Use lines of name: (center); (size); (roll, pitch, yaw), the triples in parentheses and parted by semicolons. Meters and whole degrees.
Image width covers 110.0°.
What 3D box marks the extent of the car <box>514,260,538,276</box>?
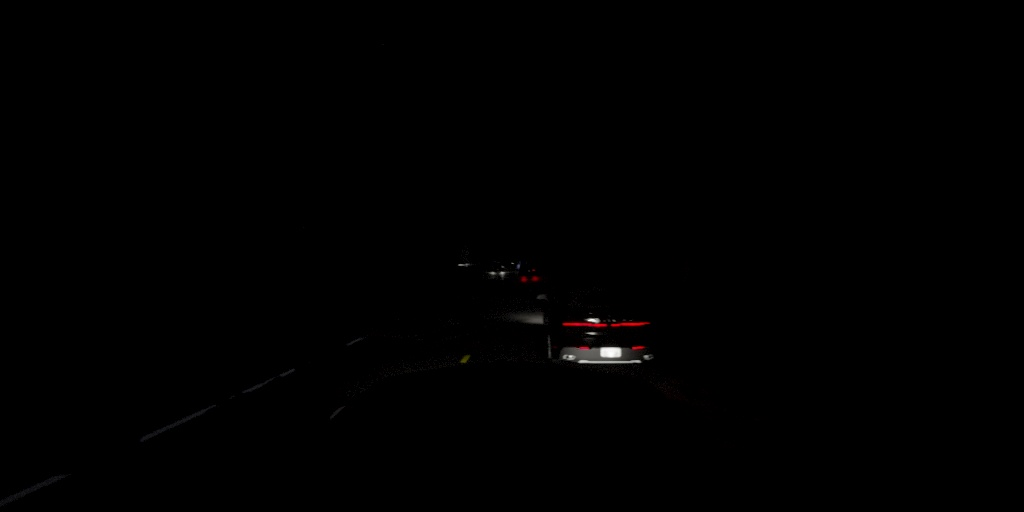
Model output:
car: (1.684, 1.261, 38.061); (2.128, 1.511, 4.902); (-1, 0, -1)

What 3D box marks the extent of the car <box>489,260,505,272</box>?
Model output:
car: (-2.136, 1.292, 48.419); (2.033, 1.411, 5.357); (-1, 1, -7)

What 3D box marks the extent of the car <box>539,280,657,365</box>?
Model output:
car: (1.666, 1.276, 8.029); (1.837, 1.490, 4.892); (-1, 0, 3)

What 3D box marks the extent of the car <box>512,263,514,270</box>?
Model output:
car: (1.161, 1.230, 48.229); (2.033, 1.411, 5.357); (-1, 1, -8)
